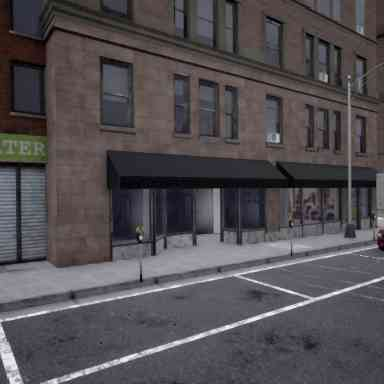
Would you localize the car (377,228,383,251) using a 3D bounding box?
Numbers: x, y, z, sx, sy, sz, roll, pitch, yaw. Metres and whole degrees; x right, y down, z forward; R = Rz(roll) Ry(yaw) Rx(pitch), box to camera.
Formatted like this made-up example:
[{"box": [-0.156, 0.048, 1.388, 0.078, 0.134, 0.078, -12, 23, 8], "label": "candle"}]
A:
[{"box": [8.926, 1.541, 12.923, 4.507, 1.381, 1.887, 0, -1, -36], "label": "car"}]
